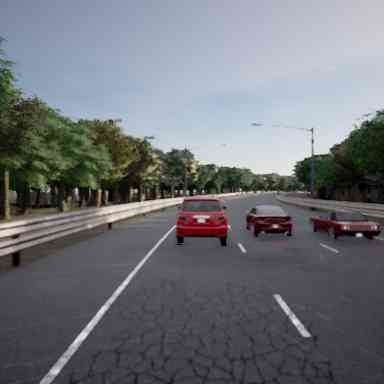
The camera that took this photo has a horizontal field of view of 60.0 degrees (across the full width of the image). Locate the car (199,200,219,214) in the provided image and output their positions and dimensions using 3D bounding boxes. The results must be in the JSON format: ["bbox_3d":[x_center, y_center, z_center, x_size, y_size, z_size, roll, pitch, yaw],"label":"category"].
[{"bbox_3d":[1.878,1.577,36.372,1.994,1.385,4.181,0,0,5],"label":"car"}]

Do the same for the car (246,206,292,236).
[{"bbox_3d":[4.112,1.486,18.380,1.882,1.535,5.008,0,0,3],"label":"car"}]

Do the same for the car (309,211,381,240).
[{"bbox_3d":[7.540,1.612,16.995,1.895,1.301,4.718,0,0,3],"label":"car"}]

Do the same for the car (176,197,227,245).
[{"bbox_3d":[0.483,1.226,15.856,2.150,2.045,5.566,0,0,2],"label":"car"}]
